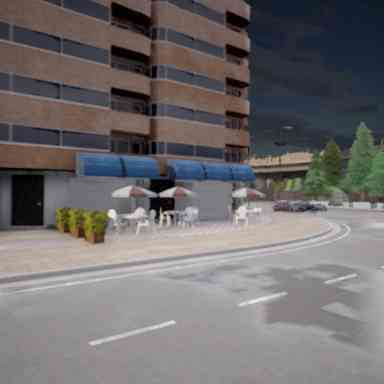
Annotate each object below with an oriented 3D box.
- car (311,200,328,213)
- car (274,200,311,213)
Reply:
[{"bbox_3d":[14.755,1.773,41.547,1.812,1.442,4.674,1,0,-24],"label":"car"},{"bbox_3d":[11.709,1.788,39.795,1.994,1.385,4.181,1,0,-24],"label":"car"}]
